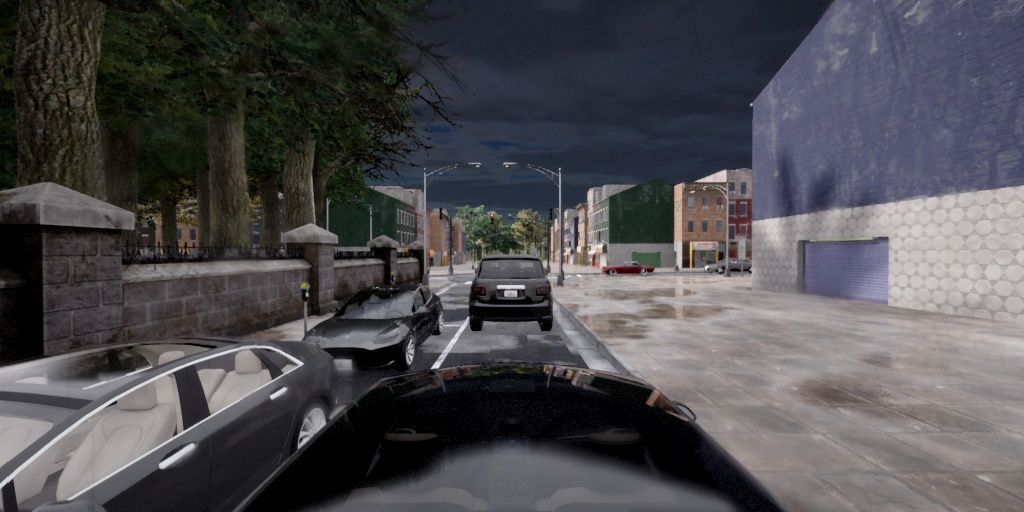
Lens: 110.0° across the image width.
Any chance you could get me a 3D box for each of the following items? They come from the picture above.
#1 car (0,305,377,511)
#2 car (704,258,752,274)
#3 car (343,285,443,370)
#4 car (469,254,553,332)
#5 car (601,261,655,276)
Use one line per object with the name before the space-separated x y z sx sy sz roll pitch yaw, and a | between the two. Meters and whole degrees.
car | -2.641 1.300 2.047 2.007 1.370 4.403 0 0 0
car | 21.027 0.942 34.296 4.902 1.511 2.128 -1 1 0
car | -2.635 1.316 7.736 1.948 1.339 4.313 0 0 0
car | -0.012 0.973 11.046 2.150 2.045 5.566 0 0 0
car | 10.989 1.186 34.310 4.718 1.301 1.895 -1 1 0
